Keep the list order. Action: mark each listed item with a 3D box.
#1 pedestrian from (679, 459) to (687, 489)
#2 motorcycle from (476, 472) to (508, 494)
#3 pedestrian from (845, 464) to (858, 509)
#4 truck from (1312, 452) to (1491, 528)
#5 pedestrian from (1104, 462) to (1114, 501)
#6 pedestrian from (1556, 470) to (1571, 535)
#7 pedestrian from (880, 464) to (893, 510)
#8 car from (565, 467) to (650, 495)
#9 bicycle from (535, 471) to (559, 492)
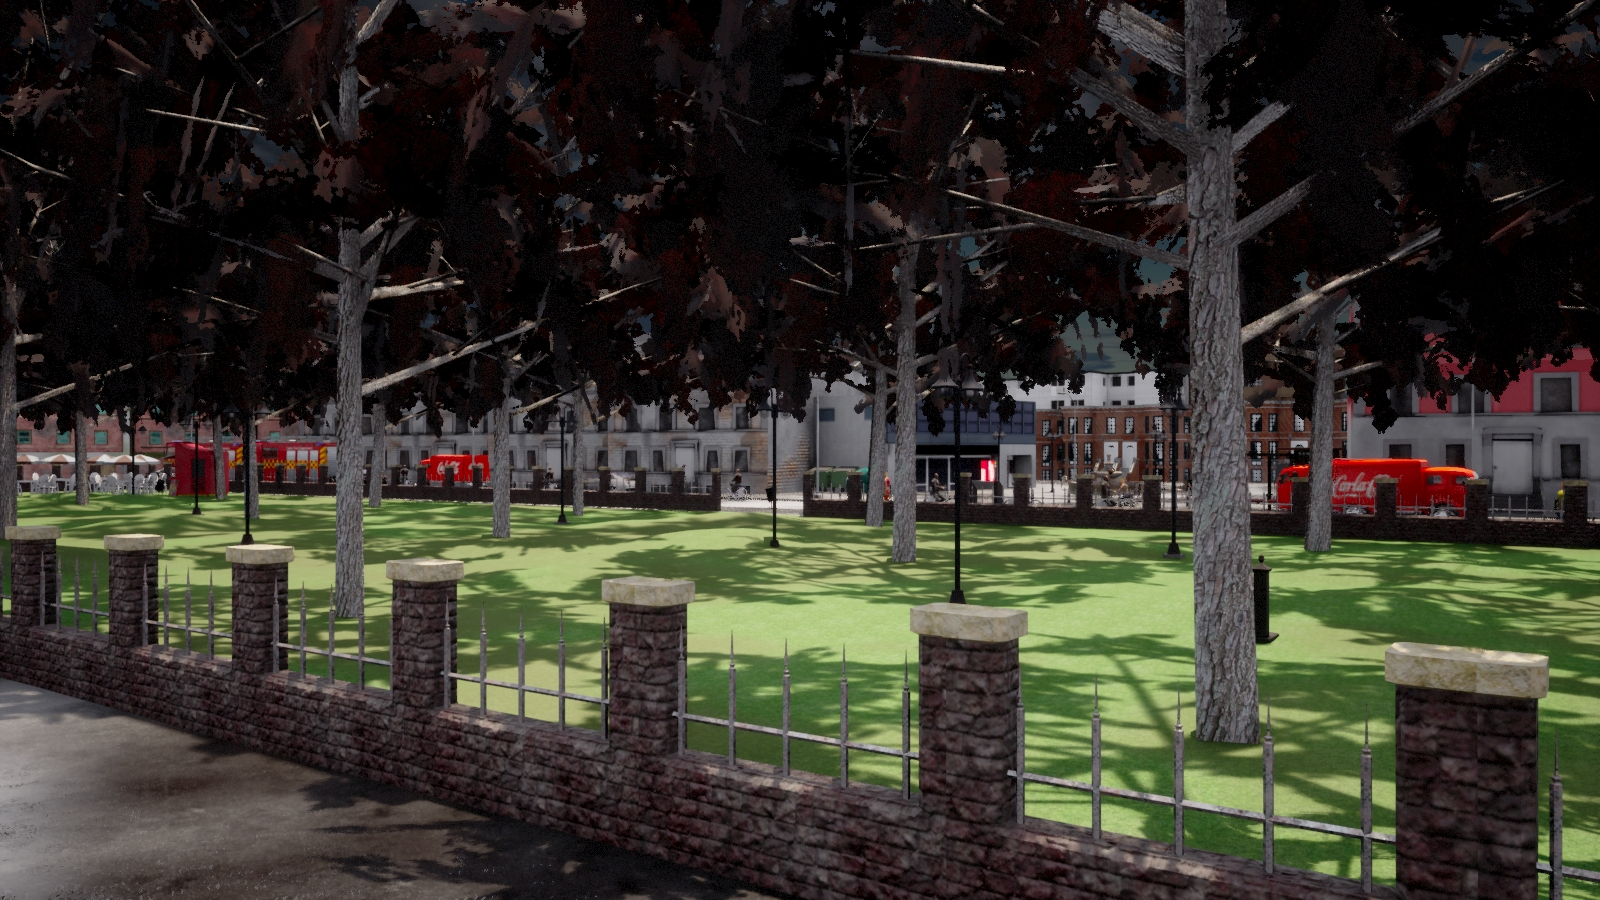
[{"bbox_3d":[-7.312,1.524,71.371,0.375,1.860,0.375,0,0,27],"label":"pedestrian"},{"bbox_3d":[-18.263,1.962,67.737,1.805,1.236,0.856,0,0,35],"label":"motorcycle"},{"bbox_3d":[2.149,1.526,47.569,0.375,1.860,0.375,0,0,43],"label":"pedestrian"},{"bbox_3d":[21.059,1.365,40.073,5.204,2.467,2.627,-1,-1,35],"label":"truck"},{"bbox_3d":[14.826,1.525,54.826,0.375,1.860,0.375,0,0,36],"label":"pedestrian"},{"bbox_3d":[22.284,1.524,33.343,0.375,1.860,0.375,0,0,35],"label":"pedestrian"},{"bbox_3d":[3.543,1.522,46.598,0.375,1.860,0.375,0,0,37],"label":"pedestrian"},{"bbox_3d":[-11.432,1.827,67.802,4.902,1.511,2.128,0,0,35],"label":"car"},{"bbox_3d":[-15.681,1.940,70.806,1.835,1.271,0.329,0,0,35],"label":"bicycle"}]
